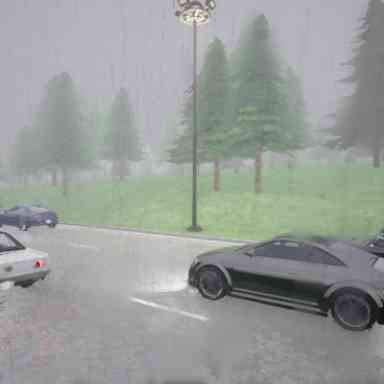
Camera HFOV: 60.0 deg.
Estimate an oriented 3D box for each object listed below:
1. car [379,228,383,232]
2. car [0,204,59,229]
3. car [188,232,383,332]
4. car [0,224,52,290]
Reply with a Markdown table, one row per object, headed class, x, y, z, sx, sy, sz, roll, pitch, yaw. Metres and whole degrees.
| class | x | y | z | sx | sy | sz | roll | pitch | yaw |
| --- | --- | --- | --- | --- | --- | --- | --- | --- | --- |
| car | 5.244 | 1.597 | 8.849 | 4.718 | 1.301 | 1.895 | 0 | 0 | 35 |
| car | -9.707 | 1.429 | 19.513 | 4.674 | 1.442 | 1.812 | 0 | 0 | 36 |
| car | 1.968 | 1.553 | 6.888 | 4.181 | 1.385 | 1.994 | 0 | 0 | 35 |
| car | -5.473 | 1.556 | 7.894 | 4.718 | 1.301 | 1.895 | 0 | 0 | 36 |
